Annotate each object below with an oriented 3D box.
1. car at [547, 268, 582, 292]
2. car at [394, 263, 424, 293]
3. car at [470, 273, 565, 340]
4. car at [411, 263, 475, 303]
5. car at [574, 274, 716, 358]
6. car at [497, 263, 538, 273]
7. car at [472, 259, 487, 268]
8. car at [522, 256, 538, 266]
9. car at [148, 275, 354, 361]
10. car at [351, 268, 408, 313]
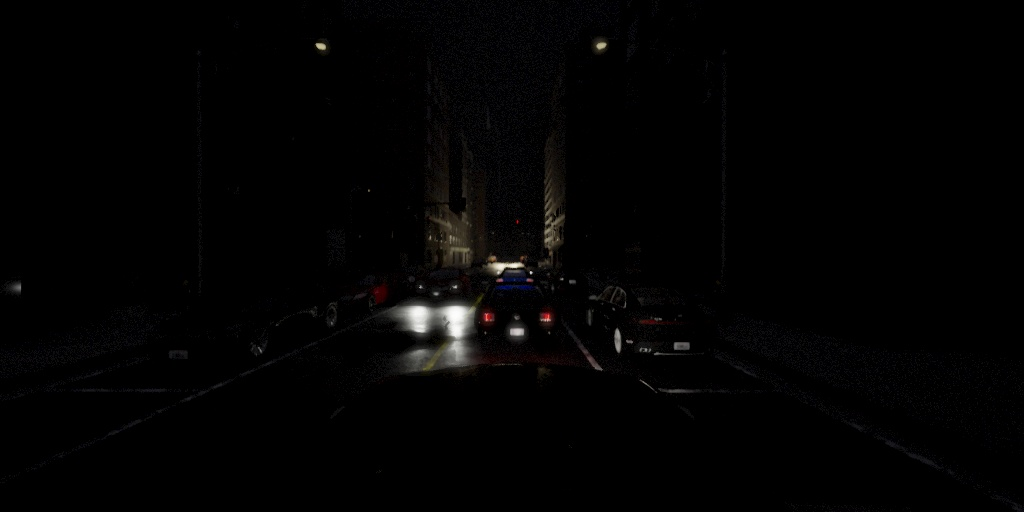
[{"bbox_3d":[2.907,1.266,19.237,1.948,1.339,4.313,0,0,0],"label":"car"},{"bbox_3d":[-5.618,1.140,19.263,1.967,1.591,4.097,0,0,0],"label":"car"},{"bbox_3d":[0.118,1.327,9.857,1.895,1.301,4.718,0,0,0],"label":"car"},{"bbox_3d":[-2.991,1.233,16.583,1.812,1.442,4.674,0,0,1],"label":"car"},{"bbox_3d":[2.875,1.281,8.235,2.007,1.370,4.403,0,0,0],"label":"car"},{"bbox_3d":[0.145,1.266,18.617,1.994,1.385,4.181,0,0,1],"label":"car"},{"bbox_3d":[-5.475,1.211,56.364,1.802,1.307,4.207,0,0,0],"label":"car"},{"bbox_3d":[3.050,1.069,56.326,1.967,1.591,4.097,0,0,0],"label":"car"},{"bbox_3d":[-5.650,1.297,8.260,1.948,1.339,4.313,0,0,0],"label":"car"},{"bbox_3d":[-5.635,1.297,13.761,1.802,1.307,4.207,0,0,0],"label":"car"}]
